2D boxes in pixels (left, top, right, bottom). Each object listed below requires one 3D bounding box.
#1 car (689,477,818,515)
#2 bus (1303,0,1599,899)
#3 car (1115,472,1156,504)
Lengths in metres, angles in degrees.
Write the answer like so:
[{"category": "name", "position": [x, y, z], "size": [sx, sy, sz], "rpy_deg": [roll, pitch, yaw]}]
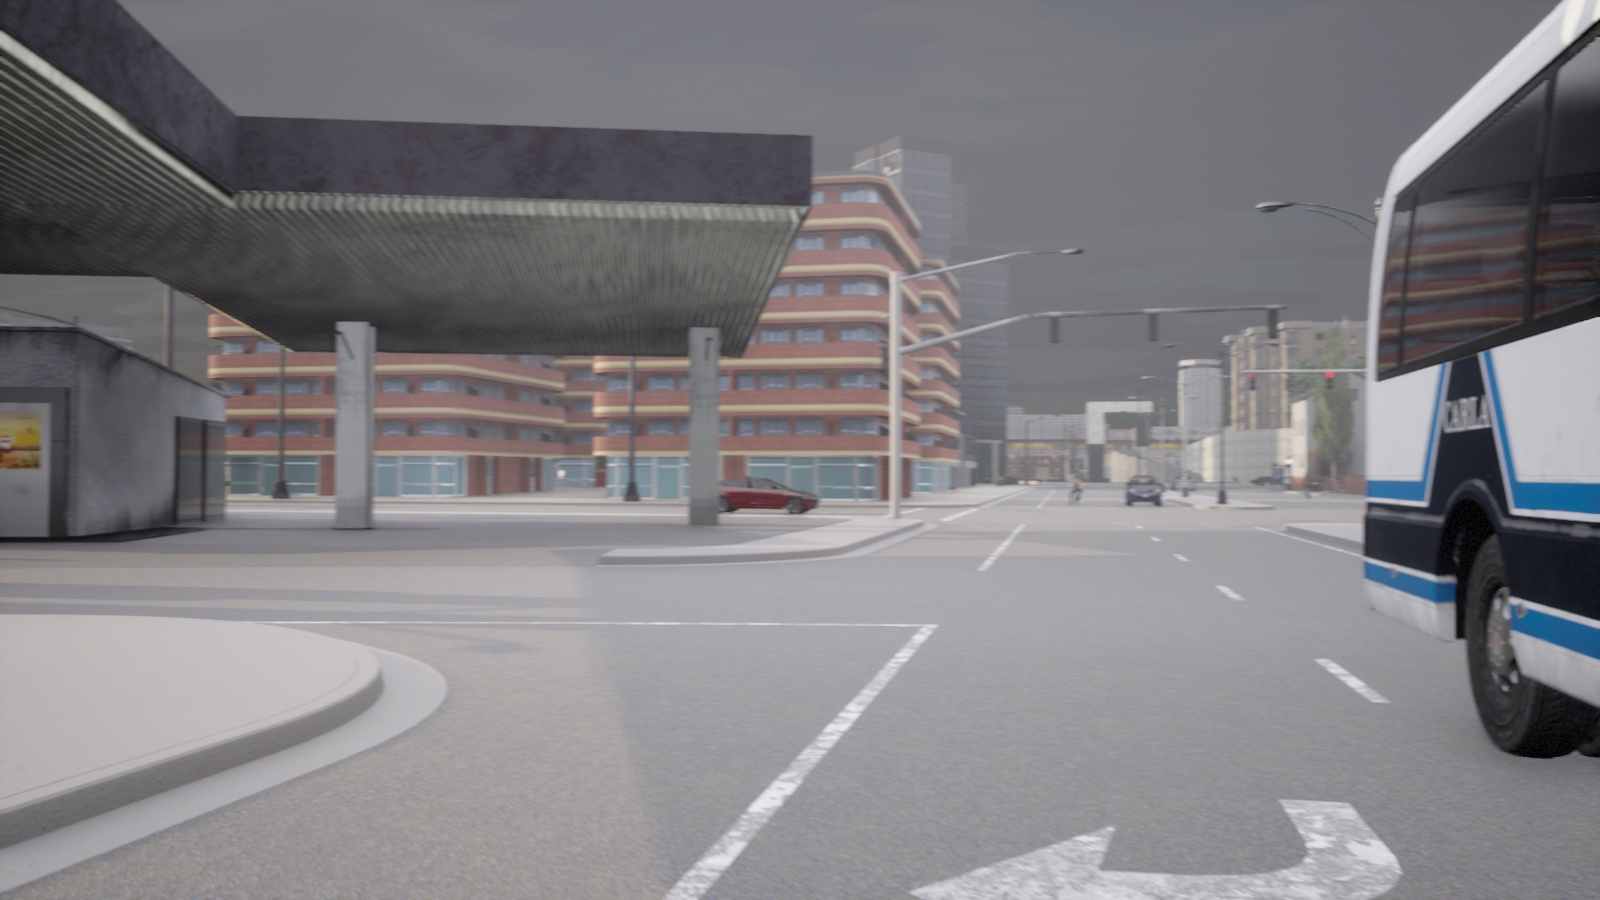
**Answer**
[{"category": "car", "position": [-1.842, 1.846, 50.605], "size": [4.792, 1.488, 2.163], "rpy_deg": [0, -1, 11]}, {"category": "bus", "position": [4.820, -0.492, 4.312], "size": [3.944, 4.253, 10.273], "rpy_deg": [-1, -1, 12]}, {"category": "car", "position": [17.582, 1.963, 65.865], "size": [1.851, 1.617, 3.988], "rpy_deg": [-1, -1, 12]}]
